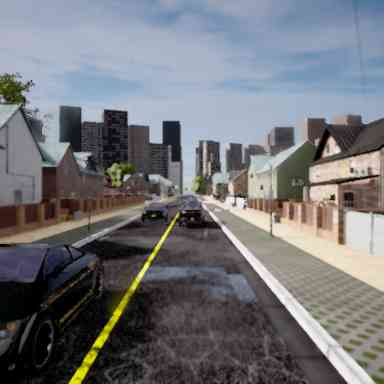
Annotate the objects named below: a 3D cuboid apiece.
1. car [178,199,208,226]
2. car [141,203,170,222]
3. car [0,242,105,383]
[{"bbox_3d":[0.044,1.479,23.117,2.128,1.511,4.902,0,0,0],"label":"car"},{"bbox_3d":[-2.796,1.551,26.241,1.994,1.385,4.181,0,0,0],"label":"car"},{"bbox_3d":[-2.848,1.560,5.435,1.994,1.385,4.181,0,0,0],"label":"car"}]
